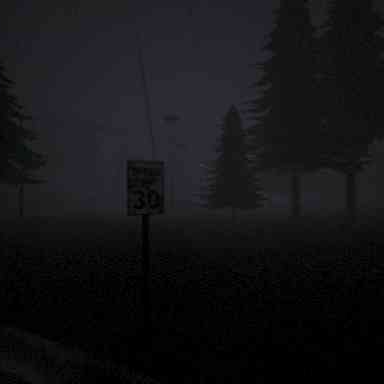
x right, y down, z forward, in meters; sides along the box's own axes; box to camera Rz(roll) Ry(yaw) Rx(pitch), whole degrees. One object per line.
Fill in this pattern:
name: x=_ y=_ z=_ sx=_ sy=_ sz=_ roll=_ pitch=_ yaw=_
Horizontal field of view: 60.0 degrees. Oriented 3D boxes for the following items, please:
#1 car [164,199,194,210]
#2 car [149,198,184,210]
car: x=-1.757 y=1.740 z=47.361 sx=4.892 sy=1.490 sz=1.837 roll=1 pitch=-1 yaw=-44
car: x=-3.714 y=1.731 z=48.893 sx=5.008 sy=1.535 sz=1.882 roll=0 pitch=-1 yaw=-41
